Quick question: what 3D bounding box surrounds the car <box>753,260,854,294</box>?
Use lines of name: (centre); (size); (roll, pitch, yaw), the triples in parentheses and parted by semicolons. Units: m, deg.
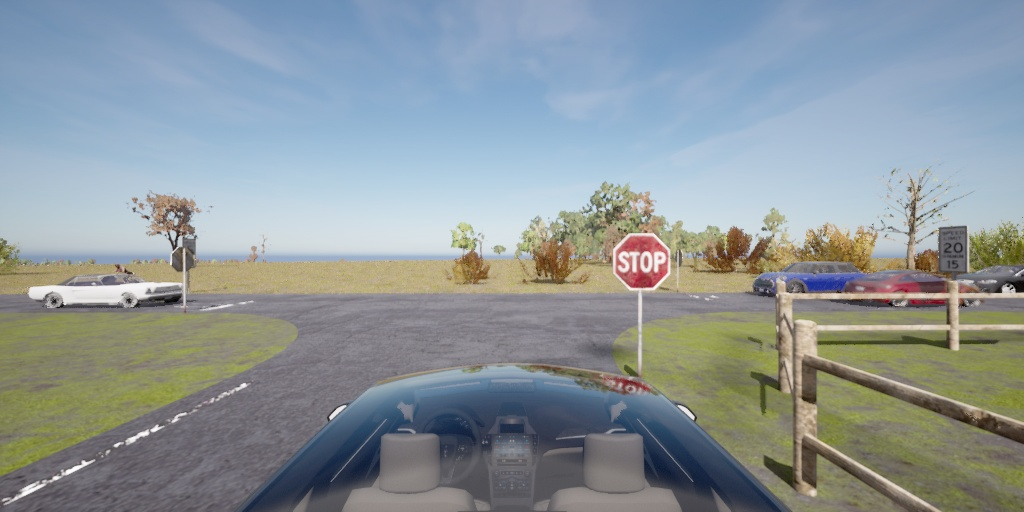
car: (14.366, 1.069, 17.405); (4.553, 1.767, 2.097); (0, 0, 0)

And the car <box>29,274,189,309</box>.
car: (-16.219, 1.397, 14.641); (4.718, 1.301, 1.895); (0, 0, 0)

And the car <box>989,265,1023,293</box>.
car: (24.271, 1.187, 17.345); (4.902, 1.511, 2.128); (0, 0, 0)

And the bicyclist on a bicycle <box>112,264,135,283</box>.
bicyclist on a bicycle: (-22.545, 1.269, 20.652); (0.582, 1.620, 1.656); (0, 0, 0)

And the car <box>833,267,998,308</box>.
car: (16.022, 1.277, 14.435); (4.181, 1.385, 1.994); (0, 0, 0)
